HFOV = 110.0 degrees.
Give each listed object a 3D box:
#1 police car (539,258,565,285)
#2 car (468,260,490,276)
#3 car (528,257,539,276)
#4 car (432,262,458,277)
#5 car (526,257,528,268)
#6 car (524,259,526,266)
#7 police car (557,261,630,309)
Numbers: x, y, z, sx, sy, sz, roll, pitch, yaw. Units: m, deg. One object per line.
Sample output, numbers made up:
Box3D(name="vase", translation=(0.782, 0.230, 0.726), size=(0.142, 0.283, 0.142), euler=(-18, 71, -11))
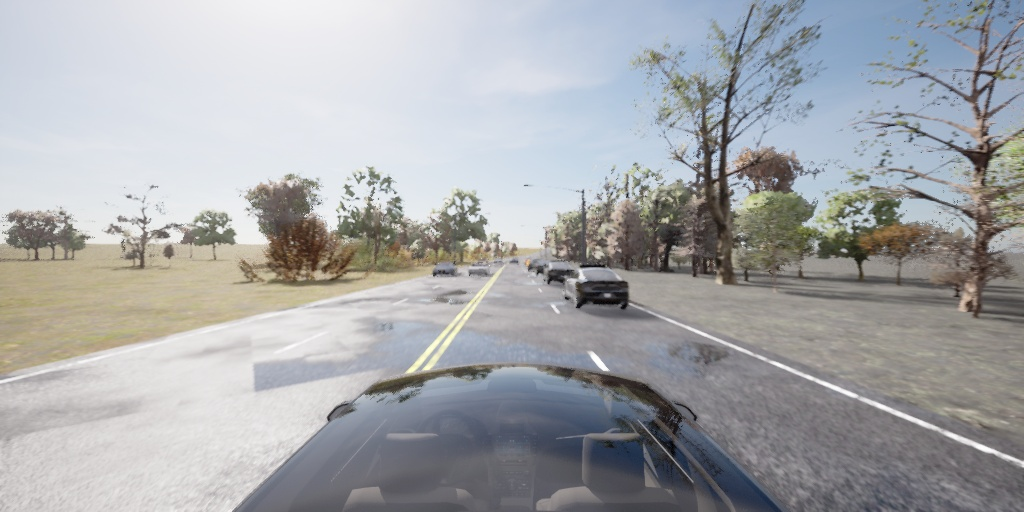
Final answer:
Box3D(name="police car", translation=(3.285, 1.130, 25.839), size=(1.930, 1.638, 5.238), euler=(1, 0, 0))
Box3D(name="car", translation=(-3.298, 1.328, 36.122), size=(1.895, 1.301, 4.718), euler=(0, 0, 0))
Box3D(name="car", translation=(3.162, 1.167, 37.105), size=(1.882, 1.535, 5.008), euler=(1, 0, -5))
Box3D(name="car", translation=(-6.548, 1.296, 35.462), size=(1.994, 1.385, 4.181), euler=(0, 0, 0))
Box3D(name="car", translation=(3.293, 1.106, 47.724), size=(2.033, 1.649, 4.856), euler=(0, 0, 0))
Box3D(name="car", translation=(3.359, 1.134, 58.692), size=(1.882, 1.535, 5.008), euler=(0, 0, 1))
Box3D(name="police car", translation=(3.263, 1.150, 14.844), size=(1.930, 1.638, 5.238), euler=(0, 0, 0))
